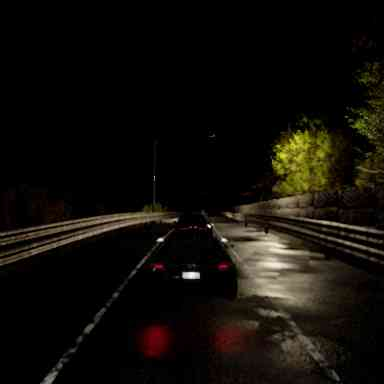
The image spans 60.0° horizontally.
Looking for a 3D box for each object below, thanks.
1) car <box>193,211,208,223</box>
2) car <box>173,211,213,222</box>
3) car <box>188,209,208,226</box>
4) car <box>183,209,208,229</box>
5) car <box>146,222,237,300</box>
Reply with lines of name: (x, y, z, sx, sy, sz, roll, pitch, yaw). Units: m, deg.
car: (1.208, 3.444, 45.646, 1.882, 1.535, 5.008, 0, -3, 4)
car: (0.053, 1.896, 17.075, 1.837, 1.490, 4.892, 0, -2, 1)
car: (0.696, 2.773, 36.465, 2.097, 1.767, 4.553, 0, -3, 3)
car: (0.380, 2.455, 31.102, 2.097, 1.767, 4.553, 0, -3, 2)
car: (0.011, 1.695, 8.687, 1.994, 1.385, 4.181, 0, -1, 1)
